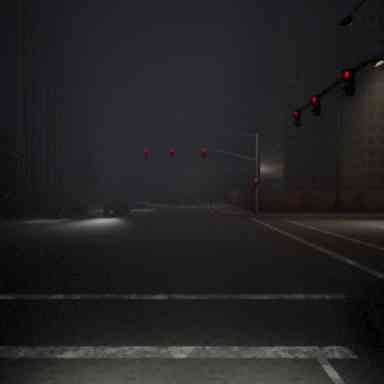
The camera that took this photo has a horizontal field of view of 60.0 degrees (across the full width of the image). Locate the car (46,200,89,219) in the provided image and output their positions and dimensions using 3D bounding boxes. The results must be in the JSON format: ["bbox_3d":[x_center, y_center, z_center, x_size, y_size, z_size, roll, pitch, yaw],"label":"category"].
[{"bbox_3d":[-11.253,1.529,30.293,1.882,1.535,5.008,0,0,10],"label":"car"}]

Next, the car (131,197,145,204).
[{"bbox_3d":[-10.596,1.661,65.734,2.033,1.411,5.357,0,0,0],"label":"car"}]

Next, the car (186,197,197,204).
[{"bbox_3d":[-0.096,1.673,65.573,1.994,1.385,4.181,0,0,0],"label":"car"}]

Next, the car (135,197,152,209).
[{"bbox_3d":[-7.151,1.603,46.551,1.812,1.442,4.674,0,0,0],"label":"car"}]

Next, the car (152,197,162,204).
[{"bbox_3d":[-7.098,1.641,65.586,1.812,1.442,4.674,0,0,0],"label":"car"}]

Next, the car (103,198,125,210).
[{"bbox_3d":[-10.652,1.603,45.747,1.812,1.442,4.674,0,0,0],"label":"car"}]

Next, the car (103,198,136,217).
[{"bbox_3d":[-7.140,1.546,31.956,2.128,1.511,4.902,0,0,0],"label":"car"}]

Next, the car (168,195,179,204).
[{"bbox_3d":[-3.596,1.462,65.539,2.097,1.767,4.553,0,0,0],"label":"car"}]
